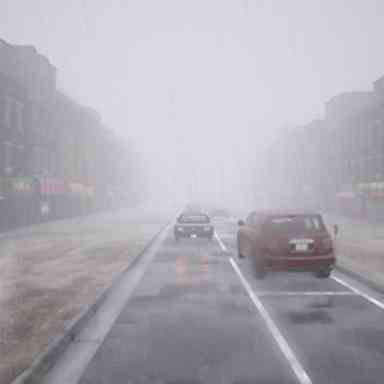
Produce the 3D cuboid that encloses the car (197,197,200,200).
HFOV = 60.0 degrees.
[{"bbox_3d":[2.543,2.263,71.144,1.802,1.307,4.206,-1,-1,0],"label":"car"}]

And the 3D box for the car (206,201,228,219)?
[{"bbox_3d":[2.586,1.890,32.418,1.802,1.307,4.206,-1,-1,0],"label":"car"}]

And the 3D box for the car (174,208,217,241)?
[{"bbox_3d":[0.081,1.769,17.631,1.895,1.301,4.718,0,-1,0],"label":"car"}]

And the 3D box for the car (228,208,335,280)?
[{"bbox_3d":[2.605,1.414,10.292,2.192,1.841,5.009,-1,-1,0],"label":"car"}]

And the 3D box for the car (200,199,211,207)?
[{"bbox_3d":[2.549,2.194,65.612,1.947,1.339,4.313,-1,-1,0],"label":"car"}]

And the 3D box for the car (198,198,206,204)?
[{"bbox_3d":[2.521,2.284,87.742,1.967,1.590,4.097,-1,-1,0],"label":"car"}]

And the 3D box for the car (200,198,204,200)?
[{"bbox_3d":[2.567,2.018,49.015,2.008,1.369,4.403,-1,-1,0],"label":"car"}]

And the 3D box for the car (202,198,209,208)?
[{"bbox_3d":[2.572,1.940,43.653,1.752,1.417,4.829,-1,-1,0],"label":"car"}]

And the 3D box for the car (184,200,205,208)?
[{"bbox_3d":[0.060,1.888,35.844,2.033,1.411,5.357,0,-1,0],"label":"car"}]

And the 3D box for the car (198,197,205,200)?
[{"bbox_3d":[2.555,2.140,60.079,1.947,1.339,4.313,-1,-1,0],"label":"car"}]

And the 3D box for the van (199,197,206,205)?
[{"bbox_3d":[2.525,2.131,82.211,1.690,1.788,3.998,-1,-1,0],"label":"van"}]
